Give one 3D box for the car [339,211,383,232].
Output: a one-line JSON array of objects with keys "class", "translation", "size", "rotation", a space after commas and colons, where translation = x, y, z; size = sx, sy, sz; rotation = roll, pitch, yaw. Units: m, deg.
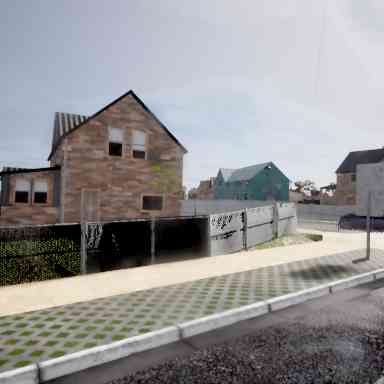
[{"class": "car", "translation": [10.612, 1.652, 18.867], "size": [1.994, 1.385, 4.181], "rotation": [3, -2, -34]}]
